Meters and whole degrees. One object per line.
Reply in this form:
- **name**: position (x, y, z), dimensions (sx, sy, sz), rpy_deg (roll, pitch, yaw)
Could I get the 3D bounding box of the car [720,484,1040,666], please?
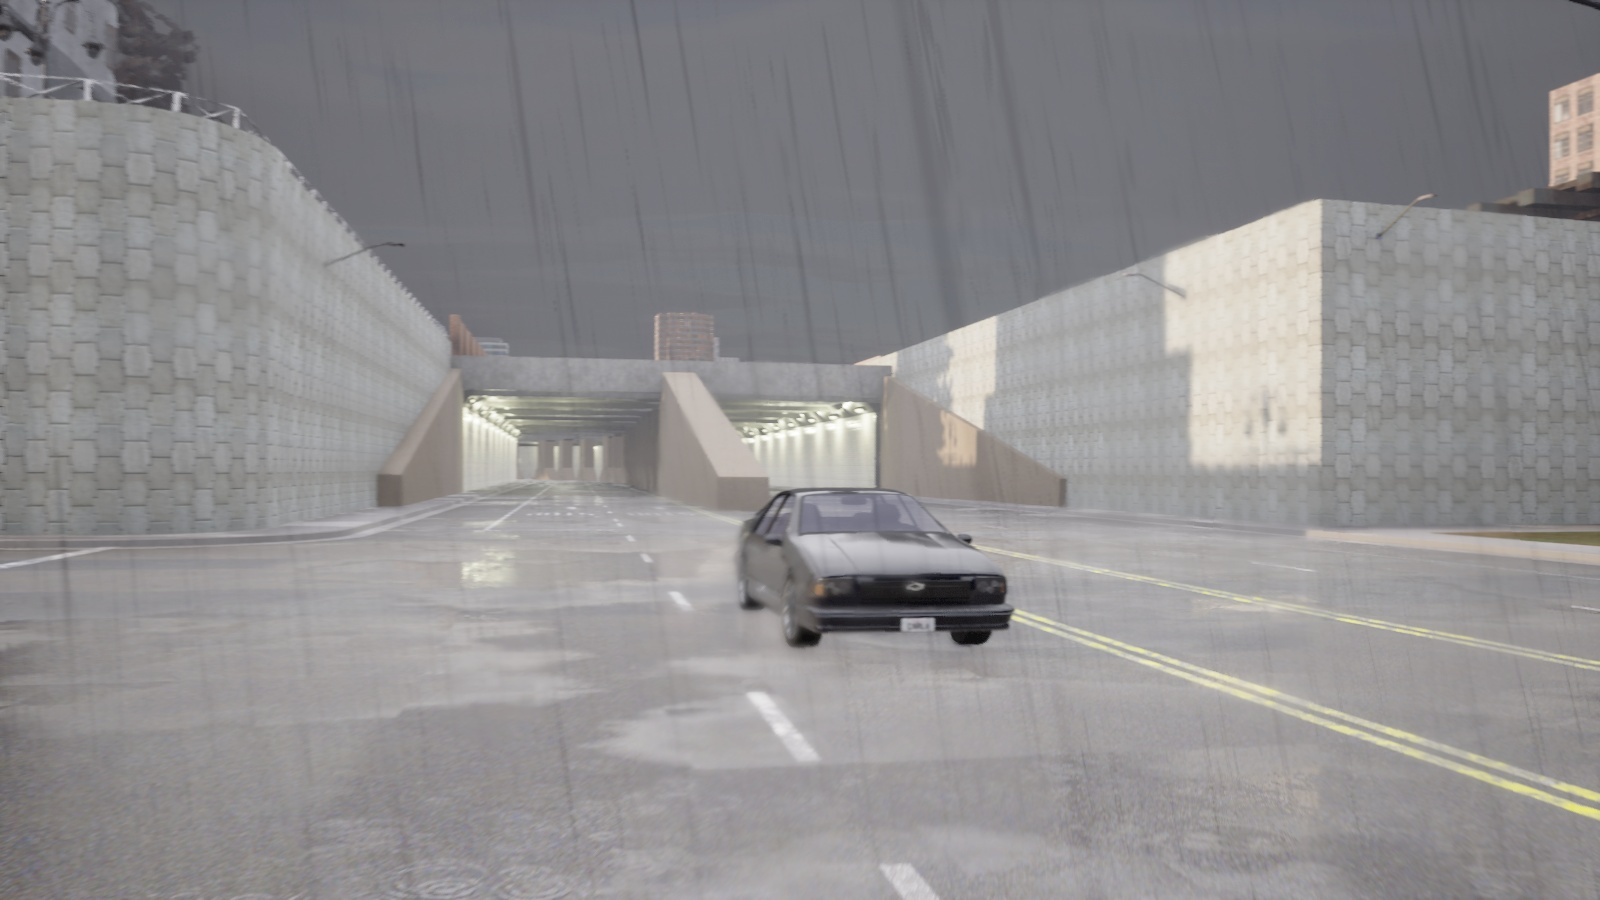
- **car**: position (0.513, 1.083, 12.965), dimensions (2.033, 1.411, 5.357), rpy_deg (0, -1, -11)
